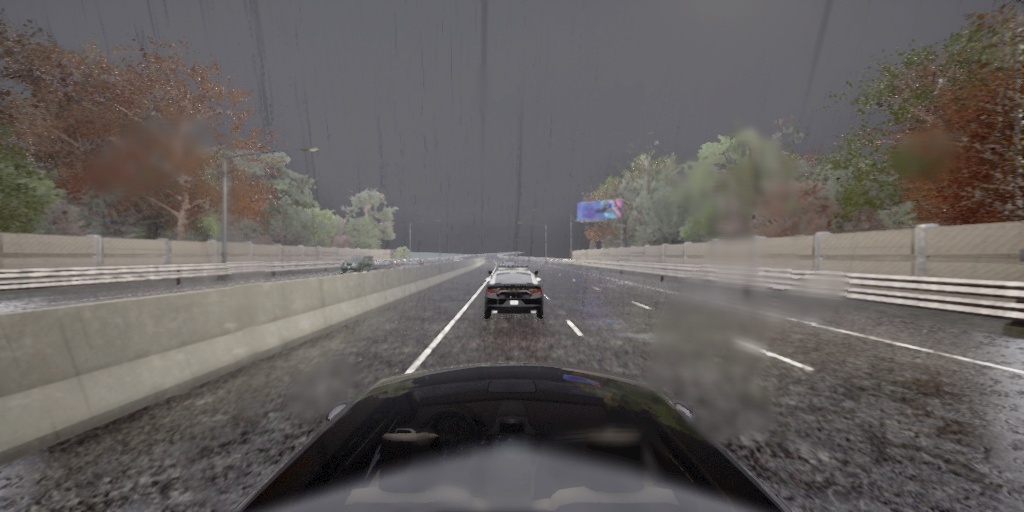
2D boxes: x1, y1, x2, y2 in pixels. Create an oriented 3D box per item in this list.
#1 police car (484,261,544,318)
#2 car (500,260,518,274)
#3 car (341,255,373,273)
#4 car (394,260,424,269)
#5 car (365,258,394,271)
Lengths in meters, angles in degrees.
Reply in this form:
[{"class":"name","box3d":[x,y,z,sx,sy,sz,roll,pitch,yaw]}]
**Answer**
[{"class":"police car","box3d":[0.048,1.164,13.131,1.930,1.638,5.238,0,0,0]},{"class":"car","box3d":[-0.379,1.255,41.894,2.033,1.411,5.357,0,0,-2]},{"class":"car","box3d":[-18.077,0.937,42.374,2.150,2.045,5.566,0,0,-1]},{"class":"car","box3d":[-11.024,1.205,39.777,2.128,1.511,4.902,0,0,-1]},{"class":"car","box3d":[-14.561,1.260,41.285,2.033,1.411,5.357,0,0,-1]}]
